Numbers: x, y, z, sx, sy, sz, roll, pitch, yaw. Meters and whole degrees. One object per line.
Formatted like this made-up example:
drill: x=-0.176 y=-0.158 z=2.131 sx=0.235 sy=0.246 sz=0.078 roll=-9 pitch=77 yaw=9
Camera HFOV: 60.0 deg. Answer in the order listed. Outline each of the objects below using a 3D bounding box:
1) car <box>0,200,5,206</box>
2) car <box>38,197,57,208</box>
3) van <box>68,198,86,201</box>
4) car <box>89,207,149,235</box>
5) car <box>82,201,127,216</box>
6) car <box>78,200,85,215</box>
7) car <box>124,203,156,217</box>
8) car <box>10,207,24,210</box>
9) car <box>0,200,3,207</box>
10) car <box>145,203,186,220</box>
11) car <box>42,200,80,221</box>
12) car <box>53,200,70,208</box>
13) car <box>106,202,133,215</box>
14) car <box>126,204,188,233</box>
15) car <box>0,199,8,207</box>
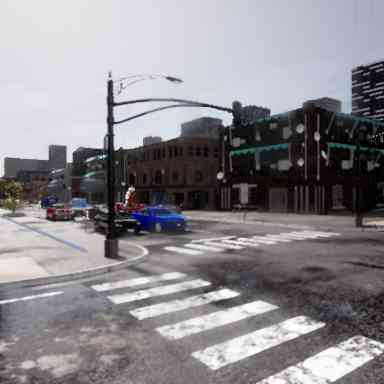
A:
car: x=-44.786 y=2.577 z=77.171 sx=2.008 sy=1.369 sz=4.403 roll=-1 pitch=0 yaw=-35
car: x=-25.971 y=1.958 z=60.726 sx=2.150 sy=2.045 sz=5.566 roll=0 pitch=0 yaw=-35
van: x=-18.708 y=1.964 z=54.972 sx=1.690 sy=1.788 sz=3.998 roll=-1 pitch=0 yaw=-35
car: x=-4.748 y=1.843 z=20.695 sx=1.947 sy=1.339 sz=4.313 roll=-1 pitch=0 yaw=-35
car: x=-7.623 y=1.851 z=29.428 sx=2.128 sy=1.511 sz=4.902 roll=0 pitch=0 yaw=-35
car: x=-13.757 y=2.027 z=38.059 sx=2.033 sy=1.411 sz=5.357 roll=0 pitch=0 yaw=-35
car: x=-5.867 y=1.961 z=36.932 sx=1.802 sy=1.307 sz=4.206 roll=-1 pitch=0 yaw=-35
car: x=-28.642 y=2.262 z=54.483 sx=1.752 sy=1.417 sz=4.829 roll=-1 pitch=0 yaw=-35
car: x=-35.159 y=2.405 z=63.642 sx=2.008 sy=1.369 sz=4.403 roll=-1 pitch=0 yaw=-35
car: x=-2.659 y=1.867 z=32.422 sx=2.008 sy=1.369 sz=4.403 roll=-1 pitch=0 yaw=-35
car: x=-12.697 y=1.875 z=32.072 sx=1.967 sy=1.590 sz=4.097 roll=-1 pitch=0 yaw=-35
car: x=-25.123 y=2.285 z=63.991 sx=1.887 sy=1.381 sz=4.507 roll=-1 pitch=0 yaw=-35
car: x=-9.076 y=2.023 z=41.442 sx=1.802 sy=1.307 sz=4.206 roll=-1 pitch=0 yaw=-35
car: x=-2.221 y=1.730 z=21.832 sx=1.882 sy=1.535 sz=5.008 roll=0 pitch=0 yaw=-36
car: x=-41.579 y=2.409 z=72.660 sx=1.967 sy=1.590 sz=4.097 roll=-1 pitch=0 yaw=-35
